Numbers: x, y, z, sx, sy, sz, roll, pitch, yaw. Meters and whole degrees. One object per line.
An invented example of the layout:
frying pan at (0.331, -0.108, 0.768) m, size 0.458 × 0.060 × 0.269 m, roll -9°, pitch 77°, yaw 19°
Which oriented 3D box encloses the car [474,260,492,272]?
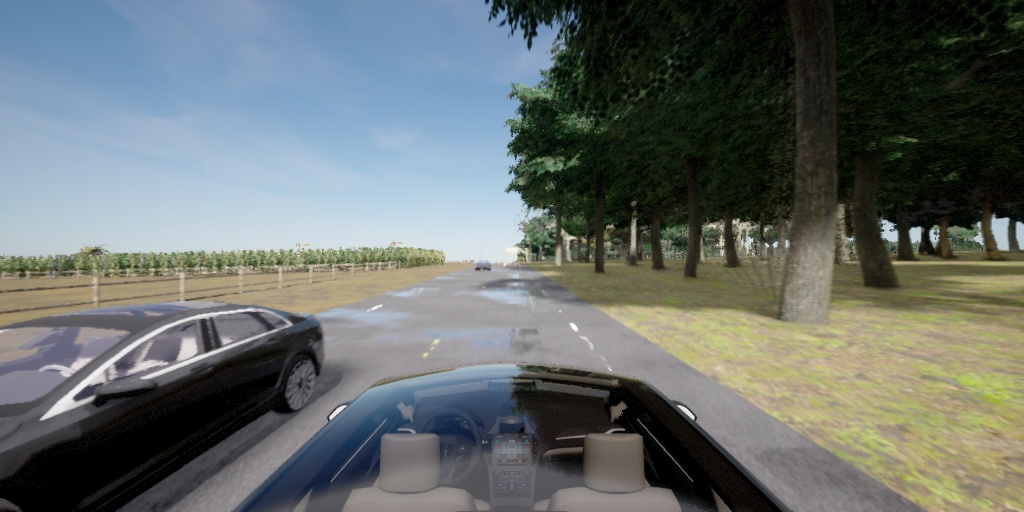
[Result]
car at (-3.570, 1.192, 45.315) m, size 2.033 × 1.411 × 5.357 m, roll 0°, pitch 0°, yaw 1°

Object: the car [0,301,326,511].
car at (-3.599, 1.241, 3.200) m, size 2.128 × 1.511 × 4.902 m, roll 0°, pitch 0°, yaw 0°

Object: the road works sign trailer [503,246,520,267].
road works sign trailer at (-0.024, 0.087, 61.355) m, size 2.380 × 3.560 × 2.880 m, roll 0°, pitch 0°, yaw 1°
